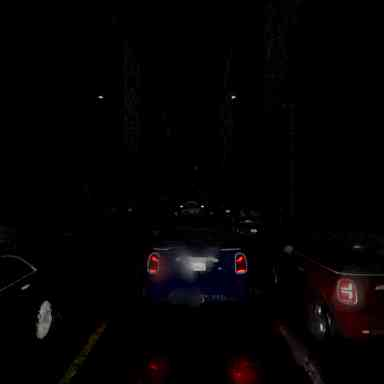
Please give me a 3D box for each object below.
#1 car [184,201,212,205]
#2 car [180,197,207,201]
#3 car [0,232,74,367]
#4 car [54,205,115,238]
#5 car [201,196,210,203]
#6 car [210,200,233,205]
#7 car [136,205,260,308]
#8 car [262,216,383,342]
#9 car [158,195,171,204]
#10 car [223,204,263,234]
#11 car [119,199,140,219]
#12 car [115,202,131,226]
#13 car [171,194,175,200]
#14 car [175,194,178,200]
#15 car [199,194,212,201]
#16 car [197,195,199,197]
[{"bbox_3d":[0.089,1.478,17.336,1.882,1.535,5.008,0,0,0],"label":"car"},{"bbox_3d":[-0.010,1.459,27.358,1.801,1.575,5.366,0,0,0],"label":"car"},{"bbox_3d":[-3.103,1.505,3.566,1.837,1.490,4.892,0,0,0],"label":"car"},{"bbox_3d":[-5.678,1.566,17.488,1.947,1.339,4.313,0,0,0],"label":"car"},{"bbox_3d":[2.873,1.577,71.163,1.752,1.417,4.829,0,0,0],"label":"car"},{"bbox_3d":[2.844,1.568,28.493,1.947,1.339,4.313,0,0,0],"label":"car"},{"bbox_3d":[0.096,1.352,8.055,2.097,1.767,4.553,0,0,0],"label":"car"},{"bbox_3d":[2.851,1.440,6.488,1.967,1.590,4.097,0,0,0],"label":"car"},{"bbox_3d":[-5.660,1.624,65.594,1.802,1.307,4.206,0,0,0],"label":"car"},{"bbox_3d":[2.847,1.551,17.491,2.008,1.369,4.403,0,0,0],"label":"car"},{"bbox_3d":[-5.682,1.443,28.491,1.967,1.590,4.097,0,0,0],"label":"car"},{"bbox_3d":[-5.680,1.583,22.989,1.802,1.307,4.206,0,0,0],"label":"car"},{"bbox_3d":[-5.644,1.614,76.410,2.008,1.369,4.403,0,0,0],"label":"car"},{"bbox_3d":[-5.621,1.634,92.466,1.752,1.417,4.829,0,0,0],"label":"car"},{"bbox_3d":[2.864,1.482,65.584,1.967,1.590,4.097,0,0,0],"label":"car"},{"bbox_3d":[2.881,1.613,76.401,2.008,1.369,4.403,0,0,0],"label":"car"}]
